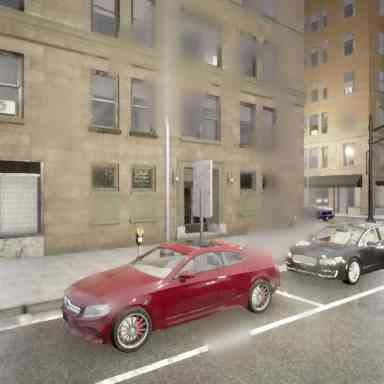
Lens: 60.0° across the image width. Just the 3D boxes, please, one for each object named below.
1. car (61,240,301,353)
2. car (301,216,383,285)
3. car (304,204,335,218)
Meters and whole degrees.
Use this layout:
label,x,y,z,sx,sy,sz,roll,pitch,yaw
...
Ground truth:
label,x,y,z,sx,sy,sz,roll,pitch,yaw
car,-0.145,1.582,6.076,4.206,1.307,1.802,0,0,-35
car,4.486,1.550,9.367,4.403,1.369,2.008,0,0,-35
car,8.261,1.514,25.181,1.895,1.301,4.718,0,0,-35
